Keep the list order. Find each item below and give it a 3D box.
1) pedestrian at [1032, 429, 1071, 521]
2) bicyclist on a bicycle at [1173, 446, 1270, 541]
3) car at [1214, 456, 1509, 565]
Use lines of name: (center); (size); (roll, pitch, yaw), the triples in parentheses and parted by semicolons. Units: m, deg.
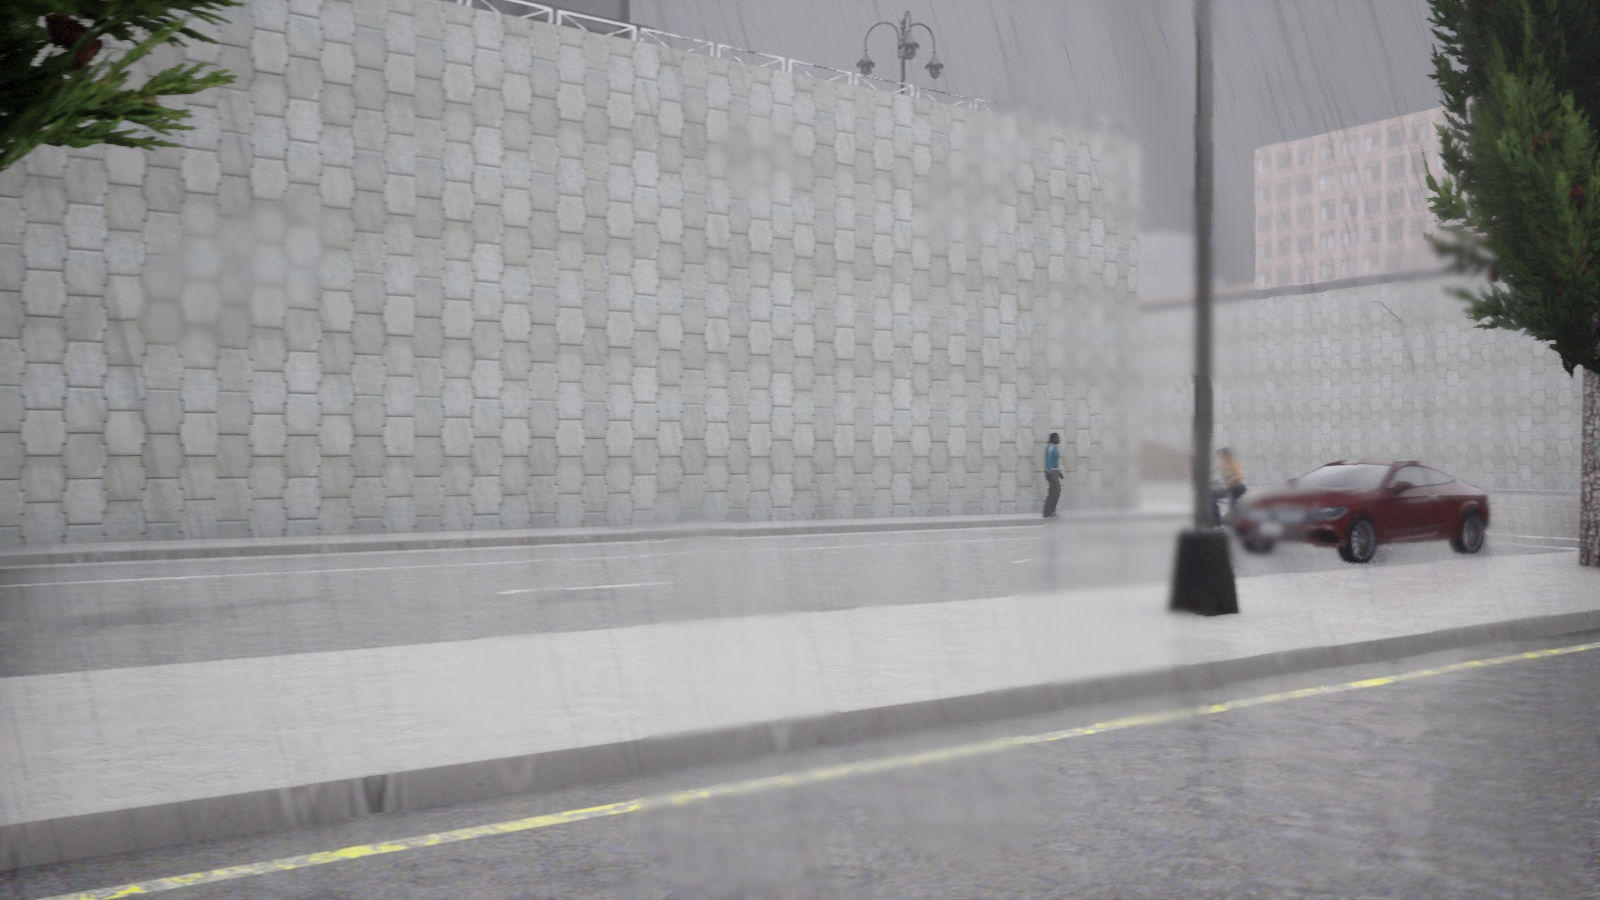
pedestrian: (5.321, 0.529, 26.569); (0.692, 1.930, 0.396); (0, 0, 33)
bicyclist on a bicycle: (7.475, 0.743, 22.270); (1.509, 1.612, 0.866); (0, 0, -32)
car: (8.467, 0.820, 18.800); (4.674, 1.442, 1.812); (0, 0, -33)
